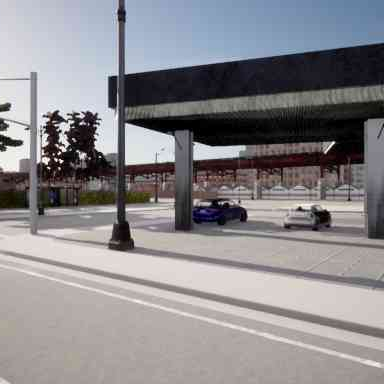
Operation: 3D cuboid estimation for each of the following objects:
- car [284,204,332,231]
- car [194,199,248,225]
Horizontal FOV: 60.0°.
[{"bbox_3d":[7.112,1.456,20.206,1.970,1.475,3.806,0,0,37],"label":"car"},{"bbox_3d":[2.032,1.295,22.995,2.242,1.667,4.611,0,0,37],"label":"car"}]
